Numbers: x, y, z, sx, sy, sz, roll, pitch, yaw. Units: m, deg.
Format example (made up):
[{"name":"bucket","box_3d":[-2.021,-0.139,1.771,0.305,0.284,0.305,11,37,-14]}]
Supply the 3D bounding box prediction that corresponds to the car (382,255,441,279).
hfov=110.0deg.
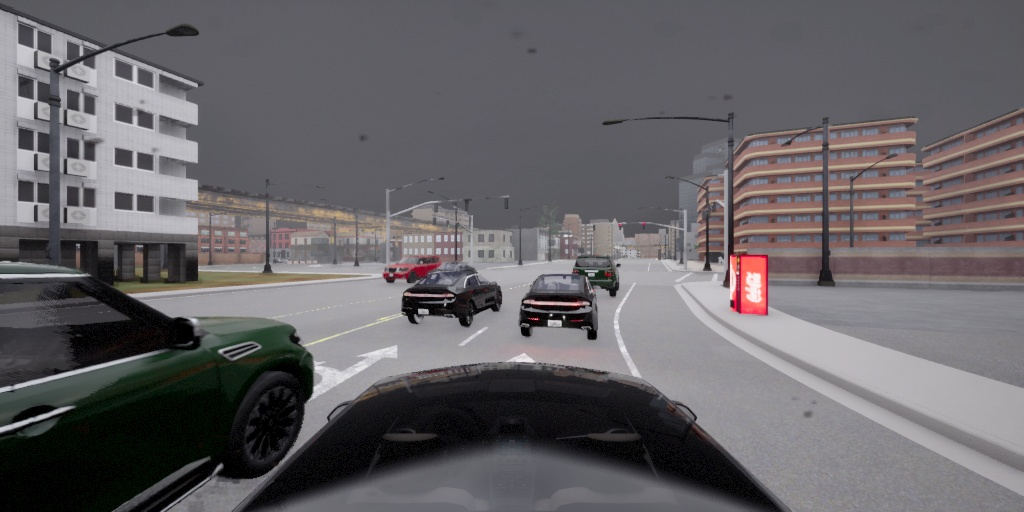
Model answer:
[{"name":"car","box_3d":[-7.400,0.968,27.555,2.150,2.045,5.566,0,0,21]}]

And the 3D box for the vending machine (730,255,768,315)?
[{"name":"vending machine","box_3d":[7.825,0.945,11.853,1.100,2.100,0.880,0,0,20]}]

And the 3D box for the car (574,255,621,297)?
[{"name":"car","box_3d":[4.578,0.971,19.347,2.150,2.045,5.566,0,0,19]}]

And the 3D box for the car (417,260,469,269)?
[{"name":"car","box_3d":[-4.311,1.243,25.856,2.128,1.511,4.902,0,0,21]}]

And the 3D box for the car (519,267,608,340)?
[{"name":"car","box_3d":[1.448,1.242,10.108,2.128,1.511,4.902,0,0,13]}]

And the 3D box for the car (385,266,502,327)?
[{"name":"car","box_3d":[-1.709,1.242,11.719,2.128,1.511,4.902,0,0,14]}]

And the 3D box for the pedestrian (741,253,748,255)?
[{"name":"pedestrian","box_3d":[8.059,0.795,12.472,0.375,1.860,0.375,0,0,21]}]

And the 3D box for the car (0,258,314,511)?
[{"name":"car","box_3d":[-3.272,0.973,1.580,2.150,2.045,5.566,0,0,0]}]
